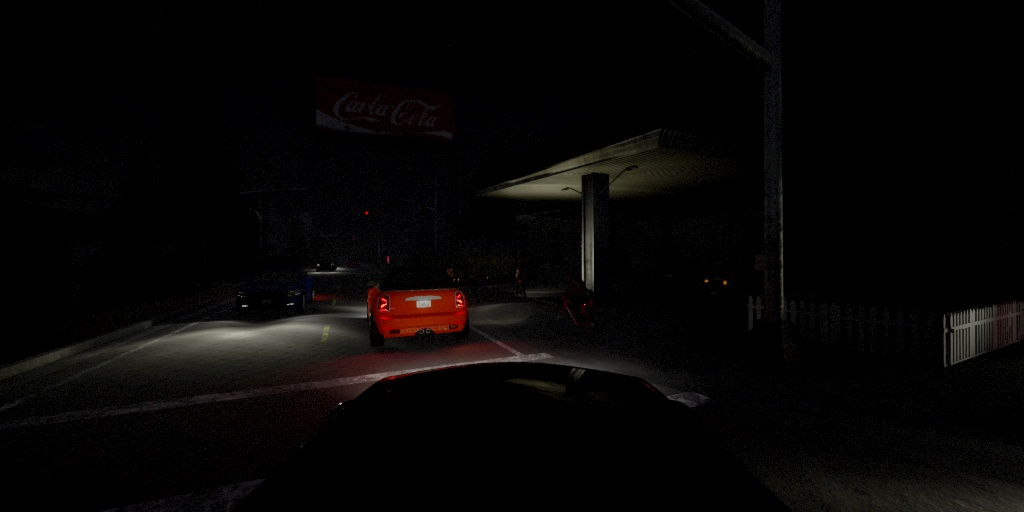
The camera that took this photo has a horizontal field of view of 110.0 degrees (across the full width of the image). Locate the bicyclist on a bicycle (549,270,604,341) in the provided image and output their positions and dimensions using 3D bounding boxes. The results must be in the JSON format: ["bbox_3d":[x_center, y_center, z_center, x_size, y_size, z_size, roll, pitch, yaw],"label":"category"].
[{"bbox_3d":[1.551,1.188,8.824,0.582,1.620,1.656,3,-2,-44],"label":"bicyclist on a bicycle"}]

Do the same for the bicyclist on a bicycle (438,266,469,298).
[{"bbox_3d":[-2.924,1.267,16.453,1.656,1.620,0.582,1,0,36],"label":"bicyclist on a bicycle"}]

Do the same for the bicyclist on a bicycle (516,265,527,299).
[{"bbox_3d":[0.464,1.294,18.014,0.582,1.620,1.656,0,0,15],"label":"bicyclist on a bicycle"}]

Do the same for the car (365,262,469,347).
[{"bbox_3d":[-2.672,1.022,9.438,2.097,1.767,4.553,0,0,-23],"label":"car"}]

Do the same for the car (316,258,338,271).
[{"bbox_3d":[-24.188,1.106,46.702,2.097,1.767,4.553,0,0,-25],"label":"car"}]

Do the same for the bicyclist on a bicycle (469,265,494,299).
[{"bbox_3d":[-1.642,1.296,17.860,1.656,1.620,0.582,1,0,-22],"label":"bicyclist on a bicycle"}]

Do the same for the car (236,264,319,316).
[{"bbox_3d":[-8.723,1.191,13.559,1.882,1.535,5.008,1,-1,-24],"label":"car"}]
